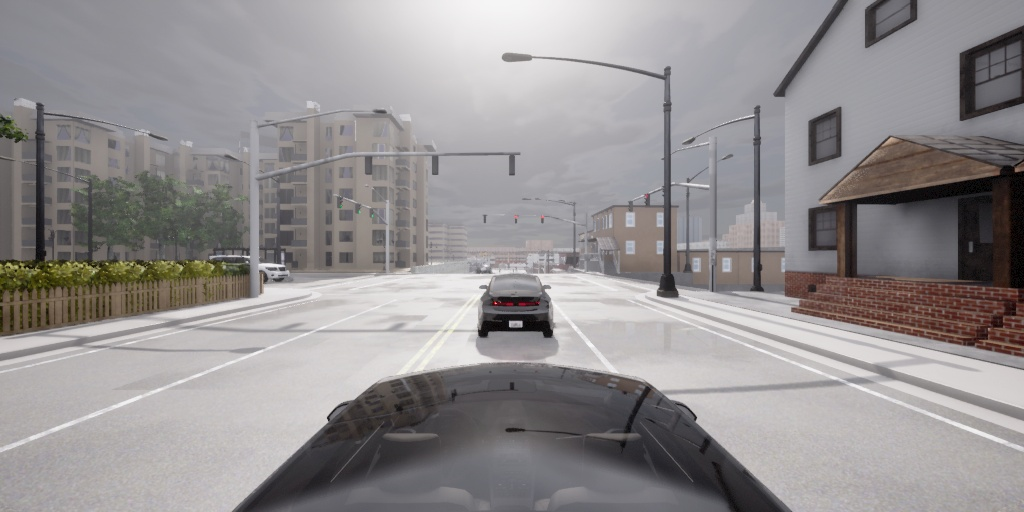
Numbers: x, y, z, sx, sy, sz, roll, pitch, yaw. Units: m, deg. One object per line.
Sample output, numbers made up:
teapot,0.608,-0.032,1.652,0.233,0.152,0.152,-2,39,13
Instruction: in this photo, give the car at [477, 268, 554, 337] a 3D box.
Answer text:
car,0.095,1.255,10.319,1.837,1.490,4.892,0,0,0

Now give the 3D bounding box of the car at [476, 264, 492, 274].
car,-3.600,1.755,47.134,2.128,1.511,4.902,0,-5,0

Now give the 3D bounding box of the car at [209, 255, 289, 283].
car,-19.946,0.971,27.017,5.566,2.045,2.150,0,0,1
